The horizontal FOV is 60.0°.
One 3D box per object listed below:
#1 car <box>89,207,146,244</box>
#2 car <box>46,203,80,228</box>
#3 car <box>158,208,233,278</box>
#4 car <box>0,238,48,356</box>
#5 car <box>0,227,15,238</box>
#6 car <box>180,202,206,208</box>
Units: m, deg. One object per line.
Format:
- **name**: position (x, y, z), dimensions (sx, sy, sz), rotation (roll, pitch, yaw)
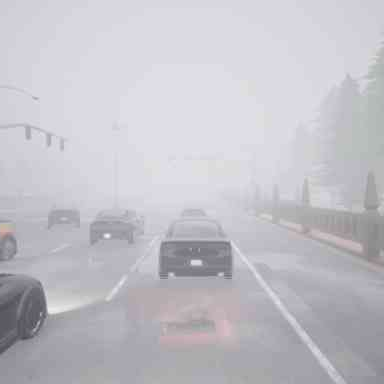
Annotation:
- **car**: position (-3.403, 1.494, 15.762), dimensions (1.837, 1.490, 4.892), rotation (0, 0, 0)
- **car**: position (-8.724, 1.461, 22.457), dimensions (1.882, 1.535, 5.008), rotation (1, 0, -23)
- **car**: position (0.098, 1.470, 10.138), dimensions (1.882, 1.535, 5.008), rotation (0, 0, 0)
- **car**: position (-3.401, 1.560, 3.876), dimensions (1.994, 1.385, 4.181), rotation (0, 0, 0)
- **car**: position (-6.902, 1.345, 9.248), dimensions (2.097, 1.767, 4.553), rotation (0, 0, 0)
- **car**: position (0.092, 1.507, 24.895), dimensions (1.812, 1.442, 4.674), rotation (0, 0, 0)
